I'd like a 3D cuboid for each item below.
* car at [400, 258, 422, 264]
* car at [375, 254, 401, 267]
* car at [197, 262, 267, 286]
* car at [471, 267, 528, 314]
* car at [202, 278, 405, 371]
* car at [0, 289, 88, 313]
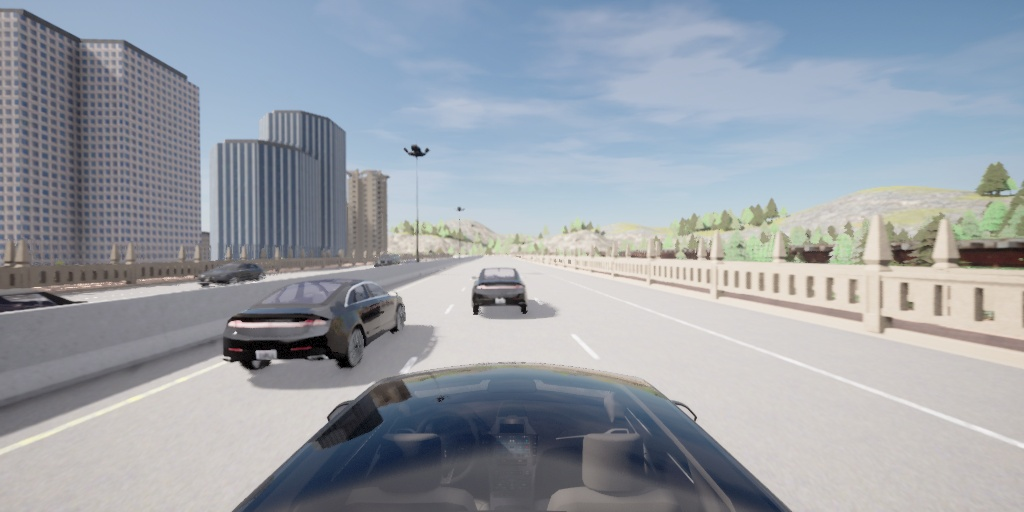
[{"bbox_3d":[-13.357,1.053,48.828,1.994,1.385,4.181,0,0,-3],"label":"car"},{"bbox_3d":[-16.865,0.730,48.956,2.150,2.045,5.566,0,0,-3],"label":"car"},{"bbox_3d":[-18.864,1.203,24.416,1.837,1.490,4.892,0,0,-4],"label":"car"},{"bbox_3d":[-0.484,1.160,13.402,2.128,1.511,4.902,0,0,-3],"label":"car"},{"bbox_3d":[-3.700,1.220,7.685,2.128,1.511,4.902,0,0,-2],"label":"car"},{"bbox_3d":[-10.793,1.377,6.921,1.895,1.301,4.718,0,0,-3],"label":"car"}]
